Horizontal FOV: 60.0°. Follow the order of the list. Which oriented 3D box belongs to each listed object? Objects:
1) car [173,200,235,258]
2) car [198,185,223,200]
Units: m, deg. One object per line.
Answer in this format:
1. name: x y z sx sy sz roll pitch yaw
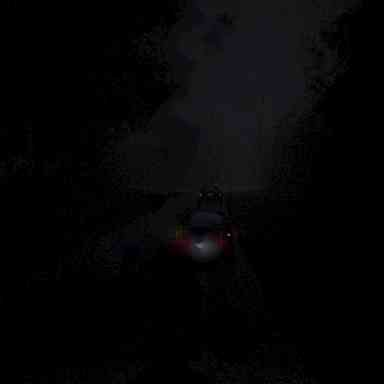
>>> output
1. car: 0.426 1.225 11.333 1.812 1.442 4.674 0 2 3
2. car: 1.685 0.200 29.749 2.097 1.767 4.553 0 3 5
